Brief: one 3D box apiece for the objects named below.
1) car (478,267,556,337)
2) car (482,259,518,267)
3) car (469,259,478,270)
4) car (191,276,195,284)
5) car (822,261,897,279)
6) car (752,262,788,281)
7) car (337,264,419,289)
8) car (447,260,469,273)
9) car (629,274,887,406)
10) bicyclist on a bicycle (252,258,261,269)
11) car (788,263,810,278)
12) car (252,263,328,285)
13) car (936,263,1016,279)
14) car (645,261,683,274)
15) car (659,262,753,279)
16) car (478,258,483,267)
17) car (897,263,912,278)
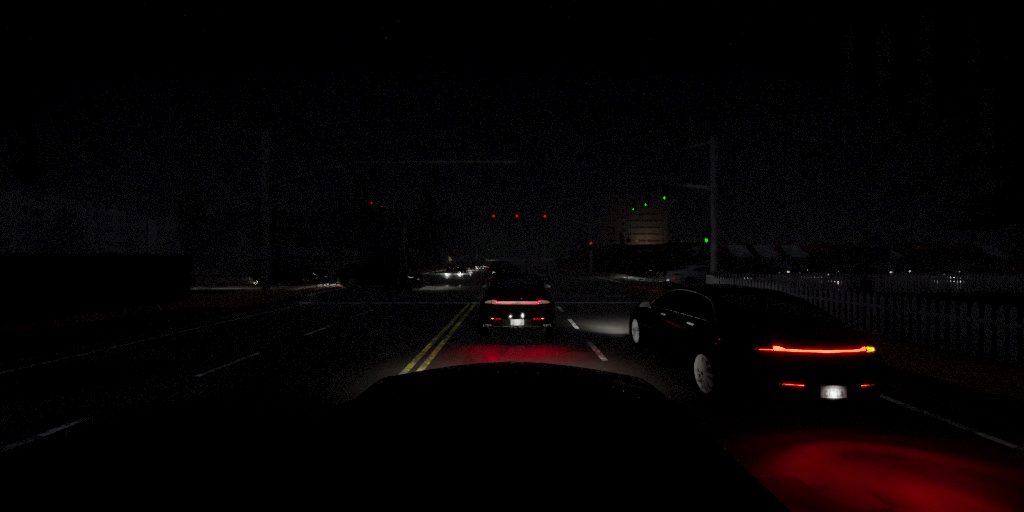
[{"bbox_3d":[0.134,1.241,10.289,2.128,1.511,4.902,0,0,0],"label":"car"},{"bbox_3d":[-0.729,1.255,35.027,1.837,1.490,4.892,2,1,24],"label":"car"},{"bbox_3d":[-6.751,1.275,54.140,1.812,1.442,4.674,0,0,1],"label":"car"},{"bbox_3d":[-22.478,1.241,22.145,4.902,1.511,2.128,0,0,-1],"label":"car"},{"bbox_3d":[28.890,1.276,30.144,4.674,1.442,1.812,0,0,-1],"label":"car"},{"bbox_3d":[19.629,1.241,29.981,4.902,1.511,2.128,0,0,-1],"label":"car"},{"bbox_3d":[-8.343,1.257,22.545,4.892,1.490,1.837,-1,0,-1],"label":"car"},{"bbox_3d":[-6.823,1.255,44.317,1.837,1.490,4.892,0,0,0],"label":"car"},{"bbox_3d":[3.589,1.255,6.383,1.837,1.490,4.892,0,0,1],"label":"car"},{"bbox_3d":[-26.157,1.051,36.812,0.582,1.620,1.656,0,0,-3],"label":"bicyclist on a bicycle"},{"bbox_3d":[24.675,1.297,33.576,5.357,1.411,2.033,0,0,-1],"label":"car"},{"bbox_3d":[-15.909,1.256,25.830,4.892,1.490,1.837,0,0,-2],"label":"car"},{"bbox_3d":[38.889,1.276,30.322,4.674,1.442,1.812,0,0,-1],"label":"car"},{"bbox_3d":[14.936,1.255,33.460,4.892,1.490,1.837,0,0,1],"label":"car"},{"bbox_3d":[12.146,1.275,22.657,4.674,1.442,1.812,0,0,-1],"label":"car"},{"bbox_3d":[-6.643,1.314,64.183,1.994,1.385,4.181,0,0,1],"label":"car"},{"bbox_3d":[34.499,1.241,33.751,4.902,1.511,2.128,0,0,-1],"label":"car"}]
